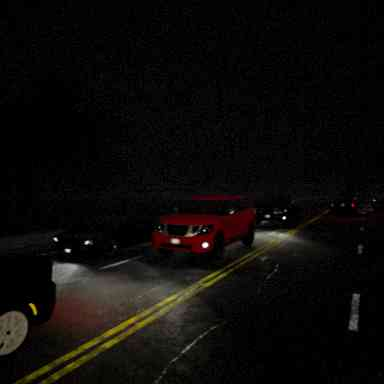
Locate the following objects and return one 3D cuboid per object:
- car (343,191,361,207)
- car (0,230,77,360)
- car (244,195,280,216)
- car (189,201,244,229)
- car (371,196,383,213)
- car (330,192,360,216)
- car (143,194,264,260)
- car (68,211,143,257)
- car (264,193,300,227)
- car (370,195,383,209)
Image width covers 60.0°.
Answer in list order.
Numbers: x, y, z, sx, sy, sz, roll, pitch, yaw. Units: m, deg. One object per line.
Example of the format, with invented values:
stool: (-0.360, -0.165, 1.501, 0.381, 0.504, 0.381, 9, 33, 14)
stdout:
car: (20.215, 0.941, 42.464, 2.150, 2.045, 5.566, 0, 0, 30)
car: (-3.934, 1.457, 3.610, 1.882, 1.535, 5.008, 0, 0, 29)
car: (6.493, 1.147, 30.443, 2.097, 1.767, 4.553, 0, 0, 28)
car: (1.729, 1.379, 21.423, 1.812, 1.442, 4.674, 0, 0, 28)
car: (18.628, 1.377, 32.282, 1.895, 1.301, 4.718, 0, 0, 28)
car: (13.849, 1.141, 30.247, 2.097, 1.767, 4.553, 0, 0, 28)
car: (0.777, 1.133, 12.606, 2.150, 2.045, 5.566, 0, 0, 28)
car: (-2.718, 1.461, 12.937, 2.033, 1.411, 5.357, 0, 0, 28)
car: (5.751, 1.066, 22.098, 2.150, 2.045, 5.566, 0, 0, 27)
car: (23.902, 1.214, 42.352, 2.128, 1.511, 4.902, 0, 0, 27)
